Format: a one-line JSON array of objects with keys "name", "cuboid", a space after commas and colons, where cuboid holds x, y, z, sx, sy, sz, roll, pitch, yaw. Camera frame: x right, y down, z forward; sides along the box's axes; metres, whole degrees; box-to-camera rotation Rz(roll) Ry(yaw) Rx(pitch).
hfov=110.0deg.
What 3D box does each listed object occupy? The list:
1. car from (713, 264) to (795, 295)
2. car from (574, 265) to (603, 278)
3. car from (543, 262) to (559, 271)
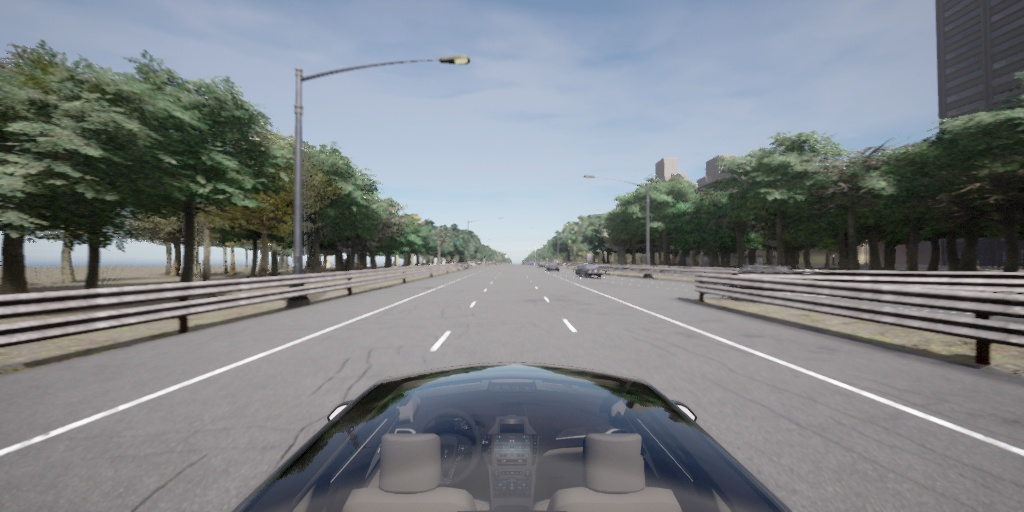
[{"name": "car", "cuboid": [14.333, 1.322, 21.202, 2.097, 1.767, 4.553, 1, -1, -20]}, {"name": "car", "cuboid": [8.588, 1.687, 40.563, 2.033, 1.411, 5.357, 0, 0, -7]}, {"name": "car", "cuboid": [6.888, 1.873, 61.401, 1.994, 1.385, 4.181, 0, -1, 1]}]
